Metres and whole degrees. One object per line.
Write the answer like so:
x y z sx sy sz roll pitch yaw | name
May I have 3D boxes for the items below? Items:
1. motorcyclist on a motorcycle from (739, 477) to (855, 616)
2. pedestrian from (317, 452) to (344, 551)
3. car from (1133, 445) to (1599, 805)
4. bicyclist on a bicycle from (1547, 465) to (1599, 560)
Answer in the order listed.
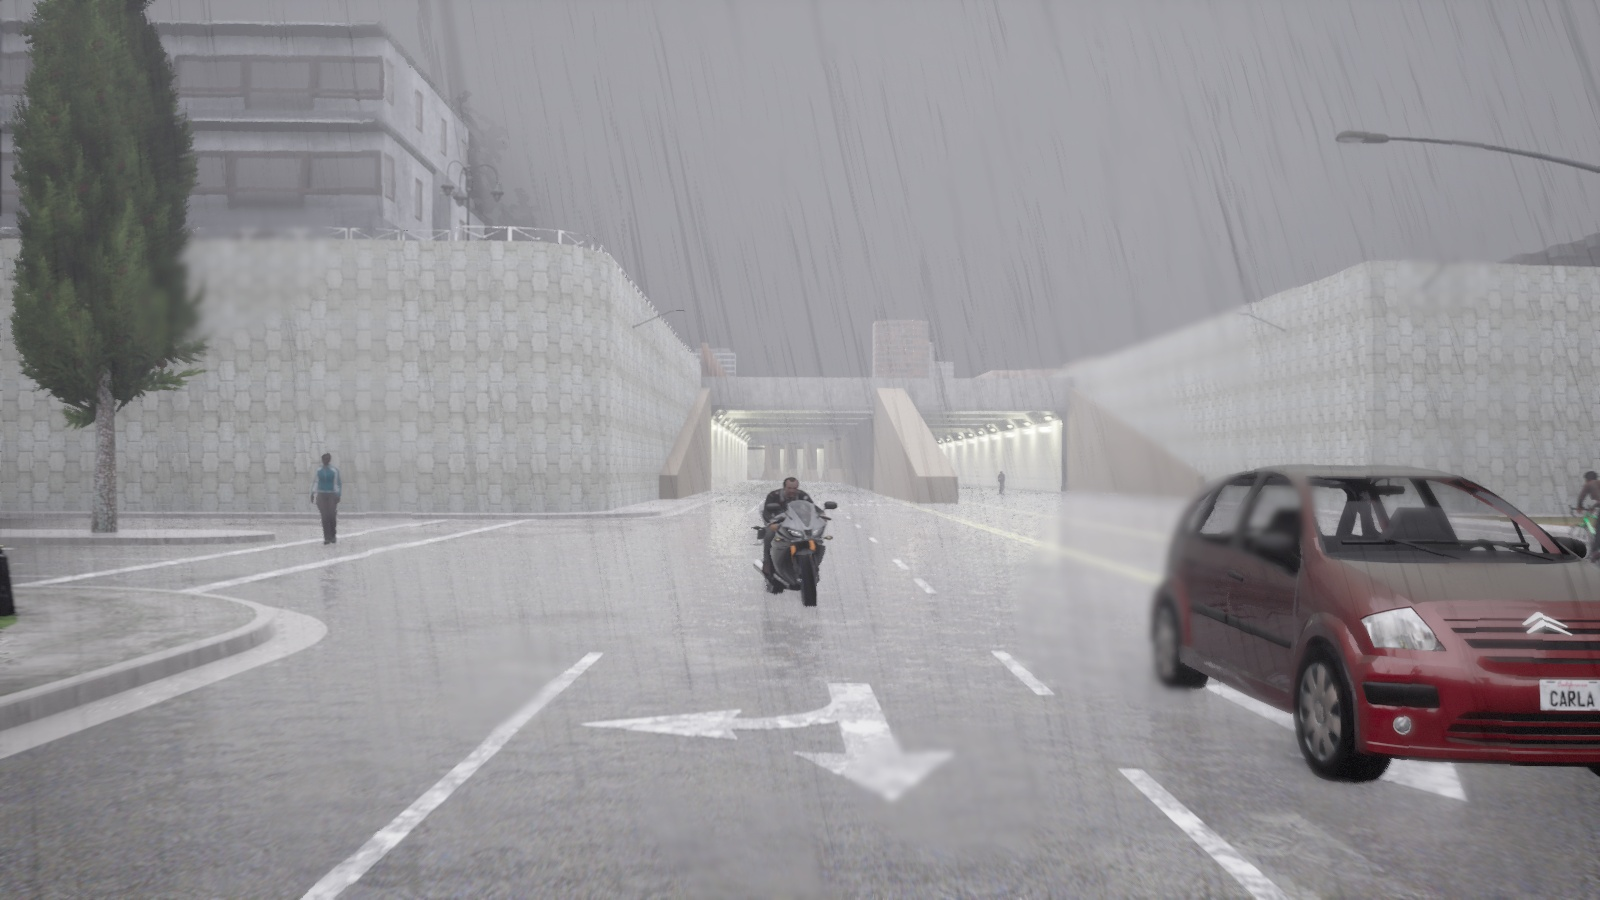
-0.079 1.106 15.290 0.866 1.530 2.191 -1 -1 -14 | motorcyclist on a motorcycle
-9.368 1.017 25.064 0.396 1.930 0.692 0 -1 -12 | pedestrian
3.485 0.825 7.651 1.851 1.617 3.988 0 -1 0 | car
13.940 1.082 22.105 0.582 1.620 1.656 0 -1 0 | bicyclist on a bicycle
